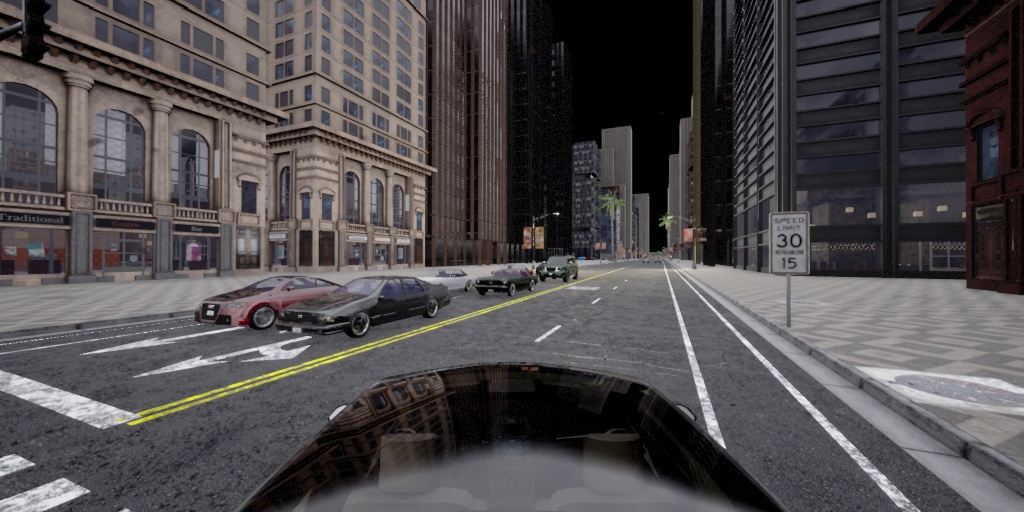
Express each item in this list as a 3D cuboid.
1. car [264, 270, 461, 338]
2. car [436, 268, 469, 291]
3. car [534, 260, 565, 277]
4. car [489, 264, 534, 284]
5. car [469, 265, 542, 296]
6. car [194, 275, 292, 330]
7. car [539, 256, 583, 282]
[{"bbox_3d":[-3.880,1.300,10.626,2.033,1.411,5.357,0,0,23],"label":"car"},{"bbox_3d":[-3.772,1.359,19.327,1.895,1.301,4.718,0,0,23],"label":"car"},{"bbox_3d":[4.031,1.259,37.924,1.882,1.535,5.008,0,0,23],"label":"car"},{"bbox_3d":[0.066,1.369,28.520,1.895,1.301,4.718,0,0,23],"label":"car"},{"bbox_3d":[-0.187,1.361,19.476,1.895,1.301,4.718,0,0,23],"label":"car"},{"bbox_3d":[-7.141,1.315,11.240,1.994,1.385,4.181,0,0,23],"label":"car"},{"bbox_3d":[3.936,0.993,29.346,2.150,2.045,5.566,0,0,22],"label":"car"}]
